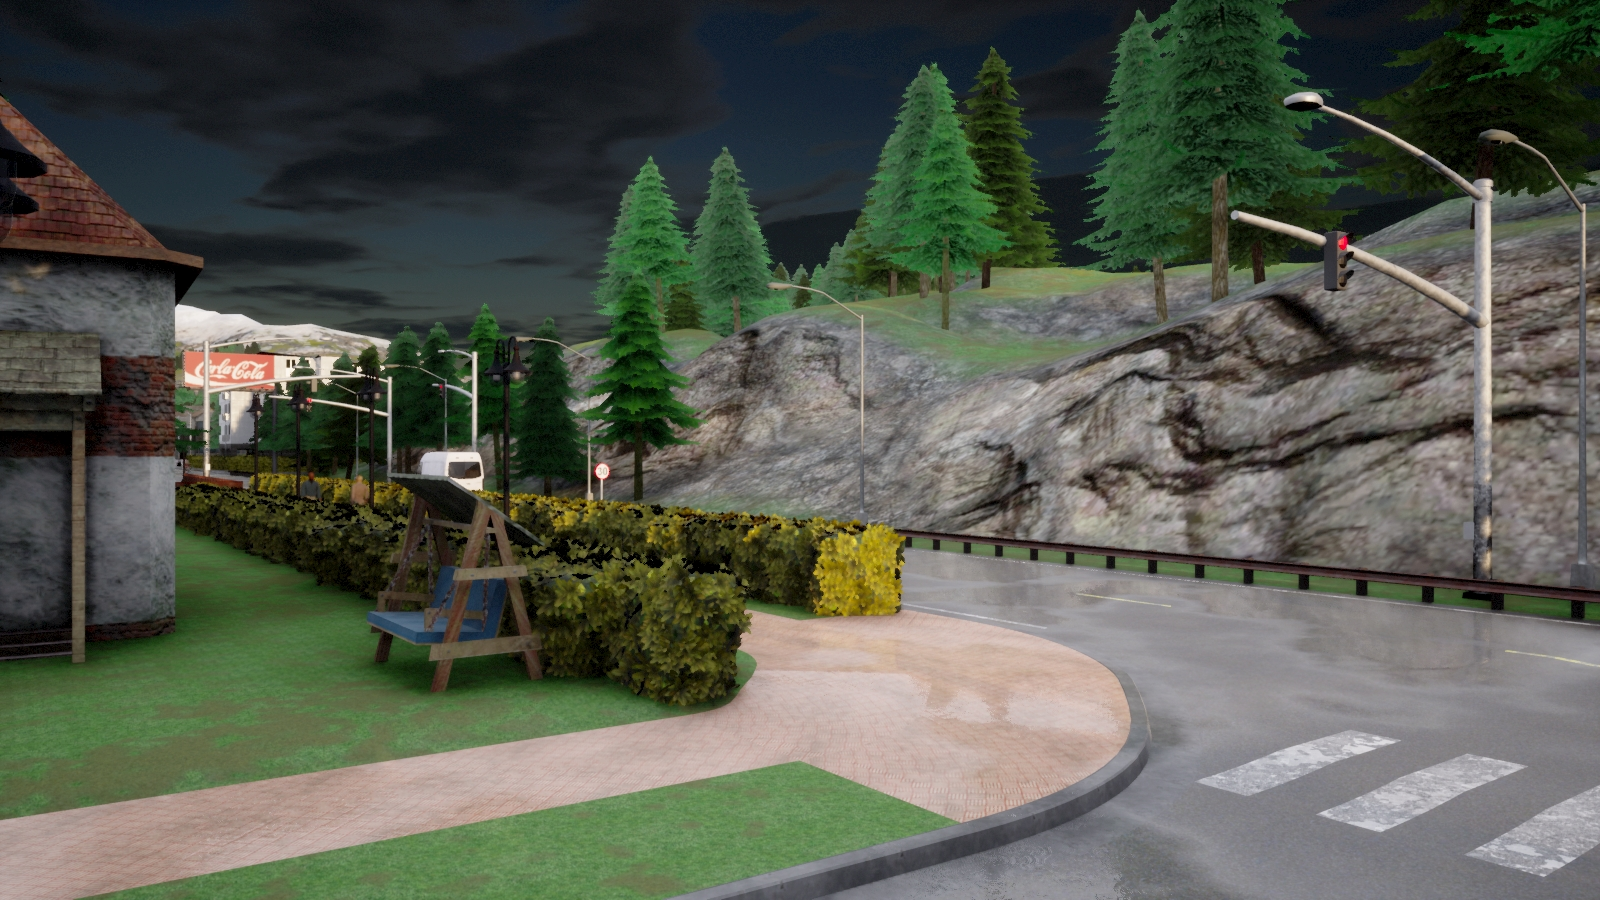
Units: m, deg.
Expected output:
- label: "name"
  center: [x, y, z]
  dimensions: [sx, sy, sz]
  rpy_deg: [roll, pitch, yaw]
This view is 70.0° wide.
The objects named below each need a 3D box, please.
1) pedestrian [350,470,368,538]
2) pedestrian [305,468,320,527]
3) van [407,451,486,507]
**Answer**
- label: "pedestrian"
  center: [-12.231, 1.500, 31.682]
  dimensions: [0.375, 1.860, 0.375]
  rpy_deg: [0, 0, -36]
- label: "pedestrian"
  center: [-15.433, 1.501, 36.191]
  dimensions: [0.375, 1.860, 0.375]
  rpy_deg: [0, 0, -36]
- label: "van"
  center: [-17.321, 1.339, 55.782]
  dimensions: [1.988, 2.561, 5.915]
  rpy_deg: [0, 0, -35]
